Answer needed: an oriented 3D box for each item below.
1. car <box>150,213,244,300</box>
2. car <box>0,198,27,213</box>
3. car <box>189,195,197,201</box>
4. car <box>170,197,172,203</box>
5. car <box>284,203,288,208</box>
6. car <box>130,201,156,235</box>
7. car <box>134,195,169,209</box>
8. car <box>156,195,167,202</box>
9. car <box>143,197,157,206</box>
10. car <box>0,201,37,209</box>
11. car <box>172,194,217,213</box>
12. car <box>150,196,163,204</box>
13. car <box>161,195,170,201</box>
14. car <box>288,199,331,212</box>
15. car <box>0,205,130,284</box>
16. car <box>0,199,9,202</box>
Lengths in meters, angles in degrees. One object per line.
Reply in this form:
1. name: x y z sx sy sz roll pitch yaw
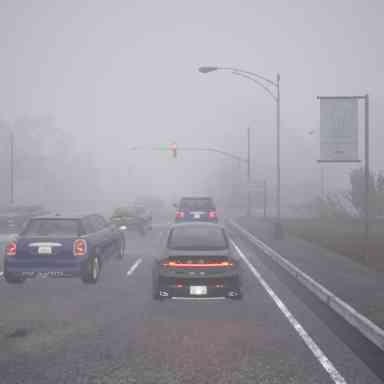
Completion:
1. car: 0.119 1.505 8.363 1.837 1.490 4.892 0 0 0
2. car: -21.331 1.478 37.011 5.008 1.535 1.882 0 0 3
3. car: 0.196 1.471 85.913 1.882 1.535 5.008 0 0 0
4. car: -3.243 1.477 66.375 1.882 1.535 5.008 0 0 0
5. car: 14.550 1.547 42.112 5.357 1.411 2.033 0 0 3
6. car: -3.358 1.505 18.738 1.837 1.490 4.892 0 0 0
7. car: -5.603 1.351 43.756 2.097 1.767 4.553 0 0 37
8. car: -6.829 1.478 75.209 1.882 1.535 5.008 0 0 0
9. car: -6.958 1.526 55.704 1.812 1.442 4.674 0 0 0
10. car: -10.458 1.505 20.465 1.837 1.490 4.892 0 0 1
11. car: 0.165 1.221 18.211 2.150 2.045 5.566 0 0 -2
12. car: -6.887 1.547 65.431 2.033 1.411 5.357 0 0 1
13. car: -6.806 1.494 85.166 1.837 1.490 4.892 0 0 0
14. car: 14.140 1.505 38.629 4.892 1.490 1.837 0 0 3
15. car: -3.378 1.352 9.778 2.097 1.767 4.553 0 0 0
16. car: -20.473 1.352 33.453 4.553 1.767 2.097 0 0 3
